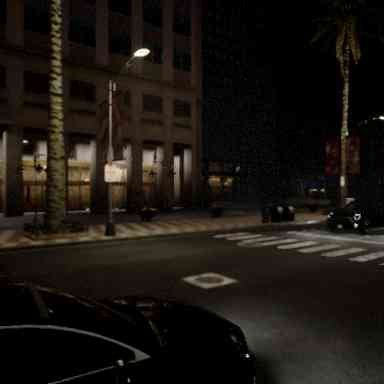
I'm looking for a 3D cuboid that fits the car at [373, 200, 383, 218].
[{"bbox_3d":[18.320,1.484,29.444,4.786,1.482,2.161,0,0,-36],"label":"car"}]

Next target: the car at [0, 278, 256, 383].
[{"bbox_3d":[-1.615,1.506,2.590,4.892,1.490,1.837,0,0,-35],"label":"car"}]

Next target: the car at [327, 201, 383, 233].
[{"bbox_3d":[10.010,1.334,19.697,4.553,1.767,2.097,0,0,-35],"label":"car"}]
